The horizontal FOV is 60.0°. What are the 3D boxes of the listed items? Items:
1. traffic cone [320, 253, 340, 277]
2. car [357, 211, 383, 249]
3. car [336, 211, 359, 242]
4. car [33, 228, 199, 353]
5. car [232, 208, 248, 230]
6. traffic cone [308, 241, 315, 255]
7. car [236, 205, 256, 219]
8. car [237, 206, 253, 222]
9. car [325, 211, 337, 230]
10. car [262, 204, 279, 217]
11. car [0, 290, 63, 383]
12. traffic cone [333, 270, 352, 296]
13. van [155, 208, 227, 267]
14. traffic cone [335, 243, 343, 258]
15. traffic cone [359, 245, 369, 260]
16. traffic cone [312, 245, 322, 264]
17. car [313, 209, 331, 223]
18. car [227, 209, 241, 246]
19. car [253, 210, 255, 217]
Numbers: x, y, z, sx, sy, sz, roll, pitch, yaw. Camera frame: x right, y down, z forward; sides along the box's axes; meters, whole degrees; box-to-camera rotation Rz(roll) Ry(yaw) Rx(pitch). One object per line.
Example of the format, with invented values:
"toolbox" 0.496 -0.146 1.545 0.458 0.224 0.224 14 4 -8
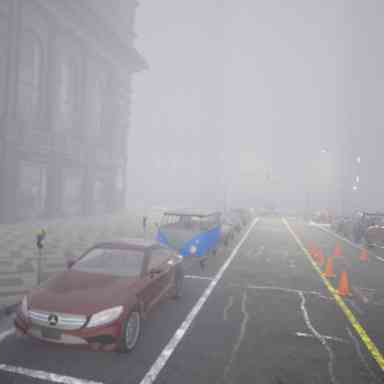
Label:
"traffic cone" 4.263 2.291 10.301 0.340 0.580 0.340 3 -1 13
"car" 9.585 1.984 15.247 2.192 1.841 5.009 3 -1 13
"car" 10.865 2.111 20.735 2.192 1.841 5.009 3 -1 13
"car" -1.278 1.581 6.209 1.802 1.307 4.206 3 -1 13
"car" 2.561 1.962 22.672 1.802 1.307 4.206 3 -1 13
"traffic cone" 5.171 2.381 14.196 0.340 0.580 0.340 3 -1 13
"car" 6.402 2.319 39.136 2.008 1.369 4.403 3 -1 13
"car" 3.842 2.075 28.160 1.947 1.339 4.313 3 -1 13
"car" 12.133 2.491 26.219 1.947 1.339 4.313 3 -1 13
"car" 10.800 2.407 45.781 2.097 1.767 4.553 3 -1 13
"car" -2.557 1.425 0.721 2.008 1.369 4.403 3 -1 13
"traffic cone" 3.809 2.246 8.354 0.340 0.580 0.340 3 -1 13
"van" 0.013 1.467 11.699 1.690 1.788 3.998 3 -1 13
"traffic cone" 6.144 2.430 13.968 0.340 0.580 0.340 3 -1 13
"traffic cone" 7.116 2.478 13.740 0.340 0.580 0.340 3 -1 13
"traffic cone" 4.717 2.336 12.248 0.340 0.580 0.340 3 -1 13
"car" 14.698 2.624 37.196 1.967 1.590 4.097 3 -1 13
"car" 1.245 1.774 17.019 1.752 1.417 4.829 3 -1 13
"car" 5.122 2.205 33.648 1.947 1.339 4.313 3 -1 13
